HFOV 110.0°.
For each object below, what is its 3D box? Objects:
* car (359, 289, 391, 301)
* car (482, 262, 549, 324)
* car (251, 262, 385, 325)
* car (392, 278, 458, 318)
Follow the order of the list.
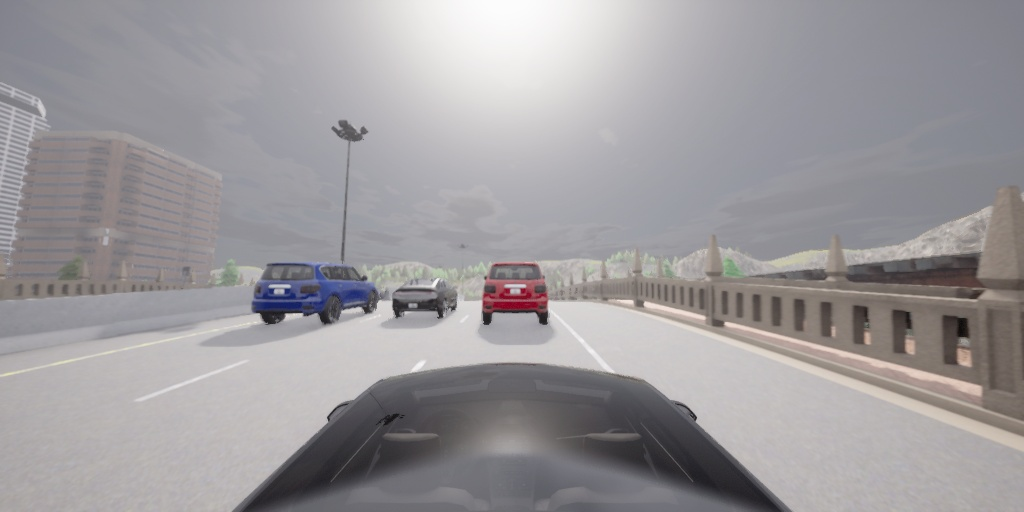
[{"bbox_3d":[-17.584,5.101,46.470,2.033,1.411,5.357,0,-7,0],"label":"car"},{"bbox_3d":[0.100,1.300,13.479,2.150,2.045,5.566,0,-3,0],"label":"car"},{"bbox_3d":[-6.900,1.290,13.300,2.150,2.045,5.566,0,-3,0],"label":"car"},{"bbox_3d":[-3.399,1.642,14.746,2.128,1.511,4.902,0,-3,0],"label":"car"}]
